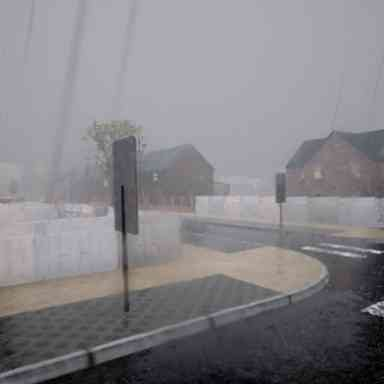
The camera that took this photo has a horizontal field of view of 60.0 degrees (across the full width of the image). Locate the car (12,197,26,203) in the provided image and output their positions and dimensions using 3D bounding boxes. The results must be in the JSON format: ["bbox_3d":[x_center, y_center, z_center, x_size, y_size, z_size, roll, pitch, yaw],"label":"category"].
[{"bbox_3d":[-42.652,1.946,82.691,1.882,1.535,5.008,-2,1,-34],"label":"car"}]
